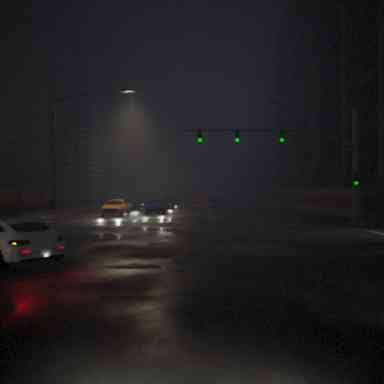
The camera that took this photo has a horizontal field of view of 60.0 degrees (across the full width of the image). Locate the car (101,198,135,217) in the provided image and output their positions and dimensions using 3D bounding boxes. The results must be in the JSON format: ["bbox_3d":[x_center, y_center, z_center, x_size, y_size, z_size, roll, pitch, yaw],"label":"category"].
[{"bbox_3d":[-7.074,1.427,31.299,1.882,1.535,5.008,0,0,1],"label":"car"}]

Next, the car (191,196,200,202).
[{"bbox_3d":[0.859,1.472,71.784,1.895,1.301,4.718,0,0,1],"label":"car"}]

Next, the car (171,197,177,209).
[{"bbox_3d":[-3.321,1.433,42.901,1.837,1.490,4.892,0,0,1],"label":"car"}]

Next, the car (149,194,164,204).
[{"bbox_3d":[-6.376,1.251,60.711,2.097,1.767,4.553,0,0,1],"label":"car"}]

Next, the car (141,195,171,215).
[{"bbox_3d":[-3.526,1.421,33.675,1.882,1.535,5.008,0,0,1],"label":"car"}]

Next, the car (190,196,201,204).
[{"bbox_3d":[0.641,1.496,61.457,1.895,1.301,4.718,0,0,1],"label":"car"}]

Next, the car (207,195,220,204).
[{"bbox_3d":[4.145,1.371,61.567,1.882,1.535,5.008,0,0,1],"label":"car"}]

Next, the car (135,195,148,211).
[{"bbox_3d":[-6.881,1.425,40.566,2.128,1.511,4.902,0,0,1],"label":"car"}]

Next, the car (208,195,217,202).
[{"bbox_3d":[4.357,1.354,71.680,1.882,1.535,5.008,0,0,1],"label":"car"}]

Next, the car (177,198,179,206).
[{"bbox_3d":[-3.027,1.457,53.496,2.033,1.411,5.357,0,0,1],"label":"car"}]

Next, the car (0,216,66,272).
[{"bbox_3d":[-5.887,1.509,10.771,4.674,1.442,1.812,0,-1,39],"label":"car"}]
